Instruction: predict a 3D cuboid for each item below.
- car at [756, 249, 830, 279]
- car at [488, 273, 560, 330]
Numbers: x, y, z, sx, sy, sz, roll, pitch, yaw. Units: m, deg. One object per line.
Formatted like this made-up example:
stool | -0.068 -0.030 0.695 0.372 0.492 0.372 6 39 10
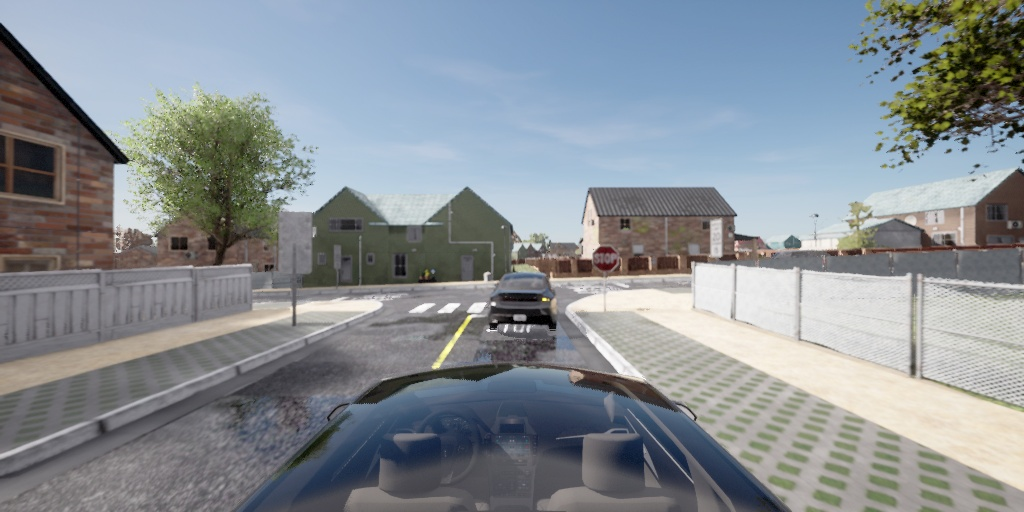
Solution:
car | 16.304 0.453 21.068 4.553 1.767 2.097 -2 0 0
car | 0.450 1.249 11.125 1.837 1.490 4.892 0 0 6
